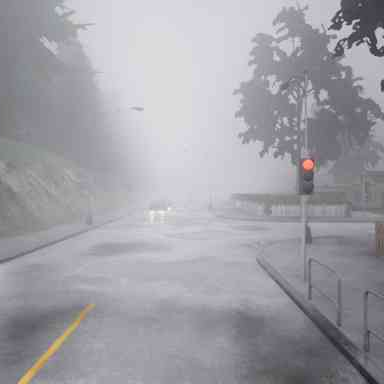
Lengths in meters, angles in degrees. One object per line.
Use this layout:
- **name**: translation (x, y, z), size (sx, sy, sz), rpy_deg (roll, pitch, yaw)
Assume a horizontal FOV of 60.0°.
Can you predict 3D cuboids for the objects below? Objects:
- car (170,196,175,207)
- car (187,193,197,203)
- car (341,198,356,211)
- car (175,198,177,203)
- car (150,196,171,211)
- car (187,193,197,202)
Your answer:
- **car**: translation (-4.062, 1.563, 50.838), size (1.994, 1.385, 4.181), rpy_deg (0, 0, 0)
- **car**: translation (0.032, 1.525, 67.244), size (1.812, 1.442, 4.674), rpy_deg (0, 0, 0)
- **car**: translation (15.803, 1.300, 35.710), size (1.994, 1.381, 4.181), rpy_deg (0, 0, 0)
- **car**: translation (-4.014, 1.525, 64.320), size (1.812, 1.442, 4.674), rpy_deg (0, 0, 1)
- **car**: translation (-4.068, 1.563, 41.397), size (1.994, 1.385, 4.181), rpy_deg (0, 0, 0)
- **car**: translation (0.037, 1.214, 77.477), size (2.150, 2.045, 5.566), rpy_deg (0, 0, 0)
